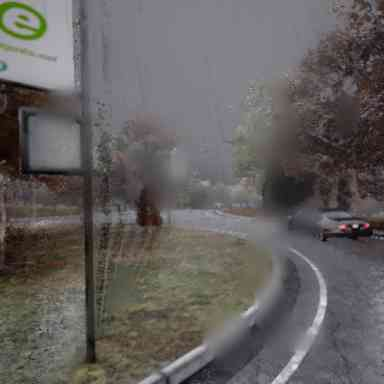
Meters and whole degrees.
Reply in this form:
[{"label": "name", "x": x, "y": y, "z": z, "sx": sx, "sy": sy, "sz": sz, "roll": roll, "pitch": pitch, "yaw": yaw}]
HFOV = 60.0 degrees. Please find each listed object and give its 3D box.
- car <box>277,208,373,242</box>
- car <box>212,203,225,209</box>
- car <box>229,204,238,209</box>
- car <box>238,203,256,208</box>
[{"label": "car", "x": 6.132, "y": 1.474, "z": 16.105, "sx": 2.033, "sy": 1.411, "sz": 5.357, "roll": -1, "pitch": 0, "yaw": -13}, {"label": "car", "x": 5.419, "y": 2.993, "z": 67.074, "sx": 1.837, "sy": 1.490, "sz": 4.892, "roll": -1, "pitch": -4, "yaw": 19}, {"label": "car", "x": 10.549, "y": 3.907, "z": 81.876, "sx": 2.150, "sy": 2.045, "sz": 5.566, "roll": -1, "pitch": -5, "yaw": 19}, {"label": "car", "x": 12.987, "y": 3.646, "z": 78.223, "sx": 2.150, "sy": 2.045, "sz": 5.566, "roll": -1, "pitch": -5, "yaw": 19}]
